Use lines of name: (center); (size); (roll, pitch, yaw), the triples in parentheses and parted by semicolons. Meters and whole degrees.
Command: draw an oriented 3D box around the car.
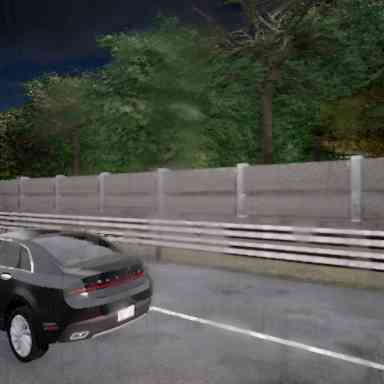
car: (-2.865, 1.421, 5.915); (4.892, 1.490, 1.837); (-1, 0, 36)
